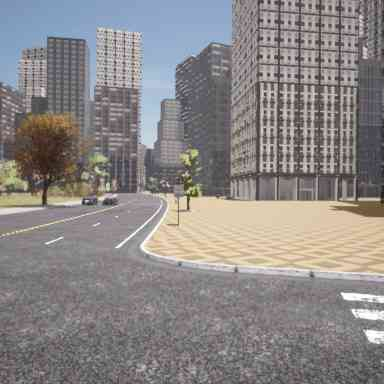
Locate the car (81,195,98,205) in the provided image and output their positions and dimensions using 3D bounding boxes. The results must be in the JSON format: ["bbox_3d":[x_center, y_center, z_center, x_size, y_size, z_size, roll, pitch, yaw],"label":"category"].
[{"bbox_3d":[-16.284,1.310,53.244,2.128,1.511,4.902,0,0,-4],"label":"car"}]

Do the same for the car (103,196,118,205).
[{"bbox_3d":[-13.044,1.410,53.493,1.994,1.385,4.181,0,0,-4],"label":"car"}]
